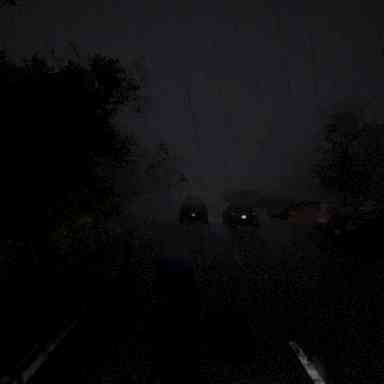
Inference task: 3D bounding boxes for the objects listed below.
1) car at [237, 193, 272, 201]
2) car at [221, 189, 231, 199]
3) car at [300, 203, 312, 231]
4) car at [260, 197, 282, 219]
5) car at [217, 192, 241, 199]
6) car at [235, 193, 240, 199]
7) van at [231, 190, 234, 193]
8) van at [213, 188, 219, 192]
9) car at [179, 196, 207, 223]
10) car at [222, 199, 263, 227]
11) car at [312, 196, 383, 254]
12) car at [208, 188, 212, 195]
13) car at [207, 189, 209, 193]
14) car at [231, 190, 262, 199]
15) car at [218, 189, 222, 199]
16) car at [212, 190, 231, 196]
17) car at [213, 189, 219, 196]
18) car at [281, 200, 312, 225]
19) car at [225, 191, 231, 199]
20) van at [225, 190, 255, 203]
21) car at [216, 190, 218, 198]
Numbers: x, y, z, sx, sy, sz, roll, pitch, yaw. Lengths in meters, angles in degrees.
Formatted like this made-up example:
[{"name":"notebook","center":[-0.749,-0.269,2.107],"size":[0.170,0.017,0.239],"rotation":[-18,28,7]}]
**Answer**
[{"name":"car","center":[8.042,1.219,37.437],"size":[4.792,1.488,2.163],"rotation":[1,1,-20]},{"name":"car","center":[8.044,0.771,52.367],"size":[5.566,2.045,2.435],"rotation":[1,1,-20]},{"name":"car","center":[8.073,1.455,16.435],"size":[4.674,1.452,2.002],"rotation":[1,1,-20]},{"name":"car","center":[8.042,1.353,25.432],"size":[4.792,1.488,2.163],"rotation":[1,1,-20]},{"name":"car","center":[8.091,0.754,73.289],"size":[4.792,1.488,2.163],"rotation":[0,1,-20]},{"name":"car","center":[8.062,1.196,40.455],"size":[4.674,1.452,2.002],"rotation":[1,0,-20]},{"name":"van","center":[8.178,0.864,46.459],"size":[4.442,1.987,1.878],"rotation":[1,0,-20]},{"name":"van","center":[7.959,0.373,79.187],"size":[4.442,1.987,1.878],"rotation":[0,2,-20]},{"name":"car","center":[0.098,1.322,24.134],"size":[1.882,1.535,5.008],"rotation":[0,1,0]},{"name":"car","center":[3.098,1.435,21.911],"size":[1.994,1.385,4.181],"rotation":[0,1,0]},{"name":"car","center":[8.046,1.191,13.414],"size":[5.566,2.045,2.435],"rotation":[1,1,-20]},{"name":"car","center":[7.889,0.374,88.127],"size":[5.366,1.575,1.946],"rotation":[0,2,-20]},{"name":"car","center":[7.890,0.219,94.091],"size":[5.366,1.575,1.946],"rotation":[0,2,-20]},{"name":"car","center":[8.039,0.996,43.425],"size":[4.553,1.767,2.185],"rotation":[1,0,-20]},{"name":"car","center":[8.095,0.704,58.363],"size":[5.566,2.045,2.435],"rotation":[1,1,-20]},{"name":"car","center":[8.089,0.330,91.188],"size":[4.792,1.488,2.163],"rotation":[0,1,-20]},{"name":"car","center":[7.892,0.774,70.220],"size":[5.366,1.575,1.946],"rotation":[0,1,-20]},{"name":"car","center":[8.240,1.386,19.508],"size":[5.366,1.575,1.946],"rotation":[1,0,-20]},{"name":"car","center":[8.060,1.057,49.401],"size":[4.892,1.521,2.231],"rotation":[1,0,-20]},{"name":"van","center":[7.961,0.762,55.320],"size":[4.442,1.987,1.878],"rotation":[1,1,-20]},{"name":"car","center":[8.037,0.858,67.294],"size":[4.792,1.488,2.163],"rotation":[0,1,-20]}]
